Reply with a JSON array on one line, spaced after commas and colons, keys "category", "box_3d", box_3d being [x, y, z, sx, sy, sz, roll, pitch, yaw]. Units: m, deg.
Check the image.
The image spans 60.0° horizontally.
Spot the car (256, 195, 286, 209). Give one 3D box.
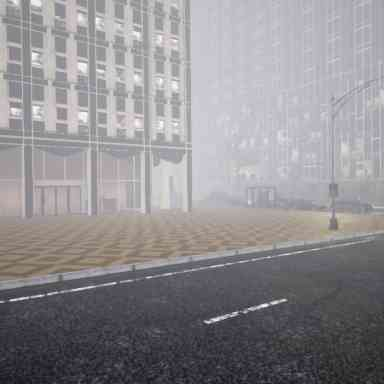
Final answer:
[{"category": "car", "box_3d": [9.546, 1.388, 41.238, 1.802, 1.307, 4.206, 0, 1, -34]}]

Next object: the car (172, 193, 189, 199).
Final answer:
[{"category": "car", "box_3d": [-2.646, 0.936, 74.194, 1.802, 1.307, 4.206, 0, 1, -34]}]

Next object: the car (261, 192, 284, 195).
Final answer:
[{"category": "car", "box_3d": [10.962, 0.971, 43.937, 2.150, 2.045, 5.566, -1, 1, -34]}]

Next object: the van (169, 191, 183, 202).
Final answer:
[{"category": "van", "box_3d": [-3.167, 0.937, 60.080, 1.690, 1.788, 3.998, 0, 1, -34]}]

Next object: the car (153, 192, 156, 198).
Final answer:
[{"category": "car", "box_3d": [-9.049, 0.686, 83.584, 1.967, 1.590, 4.097, 0, 1, -34]}]

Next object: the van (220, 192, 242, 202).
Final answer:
[{"category": "van", "box_3d": [6.959, 0.855, 60.103, 1.690, 1.788, 3.998, 0, 1, -34]}]

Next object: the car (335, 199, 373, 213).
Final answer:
[{"category": "car", "box_3d": [16.821, 1.408, 35.348, 1.994, 1.385, 4.181, -1, 1, -34]}]

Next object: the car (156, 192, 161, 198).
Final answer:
[{"category": "car", "box_3d": [-5.848, 0.615, 78.887, 2.192, 1.841, 5.009, 0, 1, -34]}]

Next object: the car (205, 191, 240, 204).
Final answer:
[{"category": "car", "box_3d": [4.934, 0.873, 52.797, 2.150, 2.045, 5.566, -1, 1, -34]}]

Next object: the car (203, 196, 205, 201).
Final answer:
[{"category": "car", "box_3d": [3.758, 1.043, 64.802, 1.802, 1.307, 4.206, 0, 1, -34]}]

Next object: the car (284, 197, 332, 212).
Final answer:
[{"category": "car", "box_3d": [12.734, 1.423, 36.530, 1.947, 1.339, 4.313, 0, 1, -34]}]

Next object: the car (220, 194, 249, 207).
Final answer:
[{"category": "car", "box_3d": [6.393, 1.319, 45.966, 1.947, 1.339, 4.313, 0, 1, -34]}]
